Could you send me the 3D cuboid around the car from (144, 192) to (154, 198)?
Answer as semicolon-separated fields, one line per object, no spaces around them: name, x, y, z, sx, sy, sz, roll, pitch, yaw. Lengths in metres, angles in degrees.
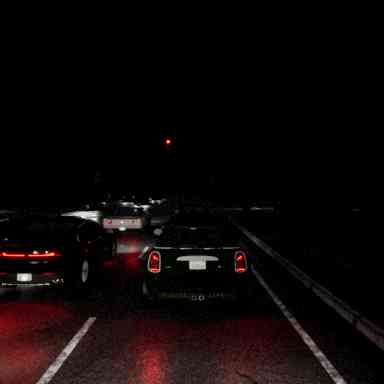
car;-11.094;0.707;86.261;2.128;1.511;4.902;0;1;-3

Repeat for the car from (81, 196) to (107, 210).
car;-10.622;1.222;36.340;2.128;1.511;4.902;0;1;0

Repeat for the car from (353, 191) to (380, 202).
car;21.980;0.922;39.736;5.566;2.045;2.150;0;1;-3

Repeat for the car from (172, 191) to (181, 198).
car;-4.046;0.692;85.626;1.837;1.490;4.892;0;1;-4

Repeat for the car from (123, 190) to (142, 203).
car;-10.622;0.893;58.071;2.097;1.767;4.553;0;0;0

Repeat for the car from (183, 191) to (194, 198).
car;-0.571;0.708;86.123;1.812;1.442;4.674;0;1;-4

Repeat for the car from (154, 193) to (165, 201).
car;-7.080;0.991;67.481;2.033;1.411;5.357;0;1;0

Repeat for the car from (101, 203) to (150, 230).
car;-3.412;1.487;18.496;1.895;1.301;4.718;0;0;0

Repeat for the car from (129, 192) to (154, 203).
car;-7.128;1.179;47.676;2.033;1.411;5.357;0;0;0

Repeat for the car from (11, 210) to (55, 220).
car;-7.111;1.518;14.946;1.895;1.301;4.718;0;0;0

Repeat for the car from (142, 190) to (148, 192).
car;-10.605;0.623;71.304;2.150;2.045;5.566;0;1;-1

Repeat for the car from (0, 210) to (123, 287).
car;-3.403;1.468;9.175;1.837;1.490;4.892;0;0;0

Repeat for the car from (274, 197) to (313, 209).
car;12.176;1.306;39.178;4.718;1.301;1.895;0;1;-3

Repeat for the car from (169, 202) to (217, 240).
car;0.083;1.388;17.315;2.128;1.511;4.902;0;0;1

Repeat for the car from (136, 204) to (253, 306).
car;0.098;1.323;8.118;2.097;1.767;4.553;0;0;0

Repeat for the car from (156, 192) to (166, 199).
car;-7.248;0.848;78.183;2.033;1.411;5.357;0;1;-1
